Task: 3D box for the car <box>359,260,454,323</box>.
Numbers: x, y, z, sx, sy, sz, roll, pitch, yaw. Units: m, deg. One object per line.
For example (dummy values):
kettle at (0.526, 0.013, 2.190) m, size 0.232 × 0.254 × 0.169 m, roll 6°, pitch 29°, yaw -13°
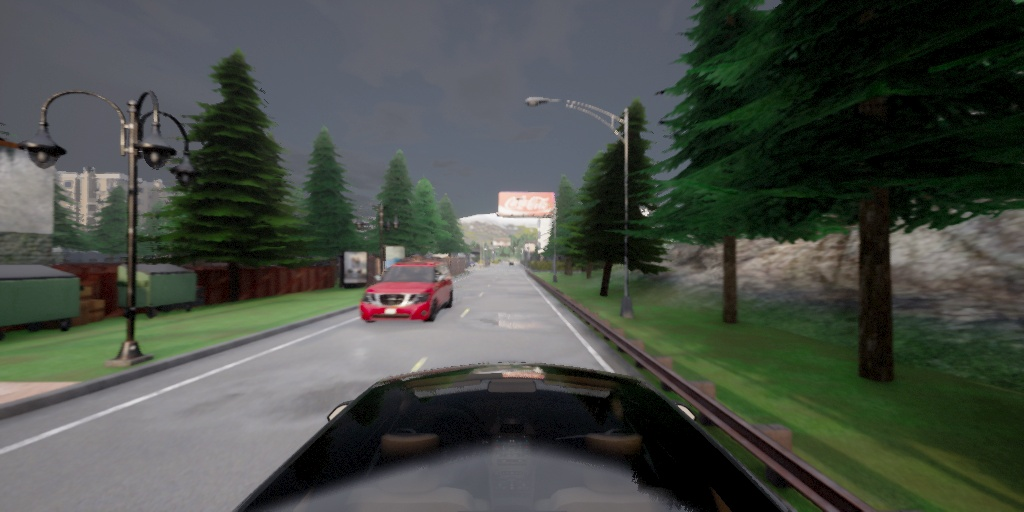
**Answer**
car at (-3.508, 1.219, 13.109) m, size 2.150 × 2.045 × 5.566 m, roll 0°, pitch 1°, yaw 0°
